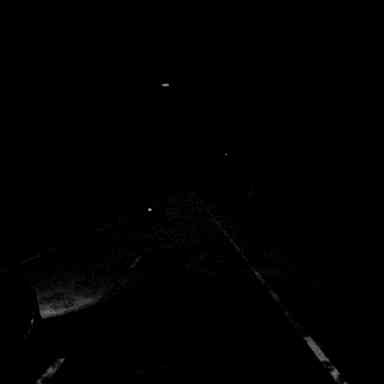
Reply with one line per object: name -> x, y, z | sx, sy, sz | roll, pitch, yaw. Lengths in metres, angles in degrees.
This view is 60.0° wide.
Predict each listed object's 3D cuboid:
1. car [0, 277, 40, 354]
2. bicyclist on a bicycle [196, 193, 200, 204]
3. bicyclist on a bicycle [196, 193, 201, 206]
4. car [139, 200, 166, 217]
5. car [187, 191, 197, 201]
car -> -3.401, 1.542, 3.592 | 1.994, 1.385, 4.181 | 0, 0, 0
bicyclist on a bicycle -> 0.962, 1.048, 55.365 | 0.659, 1.776, 1.843 | 0, 1, 0
bicyclist on a bicycle -> 0.938, 1.165, 46.461 | 0.866, 1.612, 1.509 | 0, 0, 0
car -> -3.402, 1.395, 28.849 | 1.994, 1.385, 4.181 | 0, 0, 0
car -> -0.002, 1.137, 71.458 | 1.994, 1.385, 4.181 | 0, 0, 0
